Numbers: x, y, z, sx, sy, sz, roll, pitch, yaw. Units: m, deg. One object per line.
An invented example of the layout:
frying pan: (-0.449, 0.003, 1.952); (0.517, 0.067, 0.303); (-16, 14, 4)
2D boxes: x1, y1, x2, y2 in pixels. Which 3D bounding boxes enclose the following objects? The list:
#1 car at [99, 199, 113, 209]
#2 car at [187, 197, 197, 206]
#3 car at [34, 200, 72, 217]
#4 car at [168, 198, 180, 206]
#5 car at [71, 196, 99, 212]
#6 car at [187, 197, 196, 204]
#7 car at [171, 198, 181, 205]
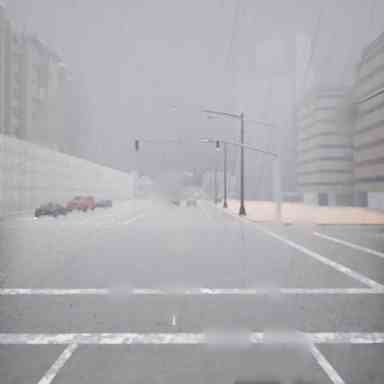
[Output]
car: (-14.127, 1.888, 53.172); (2.033, 1.411, 5.357); (0, 0, 0)
car: (-0.060, 1.880, 62.754); (1.882, 1.535, 5.008); (0, 0, 0)
car: (-14.126, 1.779, 33.497); (1.994, 1.385, 4.181); (0, 0, 0)
car: (-3.473, 1.935, 63.751); (1.812, 1.442, 4.674); (0, 0, 0)
car: (-14.130, 1.496, 42.781); (2.150, 2.045, 5.566); (0, 0, 0)
car: (-0.070, 1.897, 73.172); (2.033, 1.411, 5.357); (0, 0, 0)
car: (-3.571, 2.070, 73.987); (1.895, 1.301, 4.718); (0, 0, 0)
